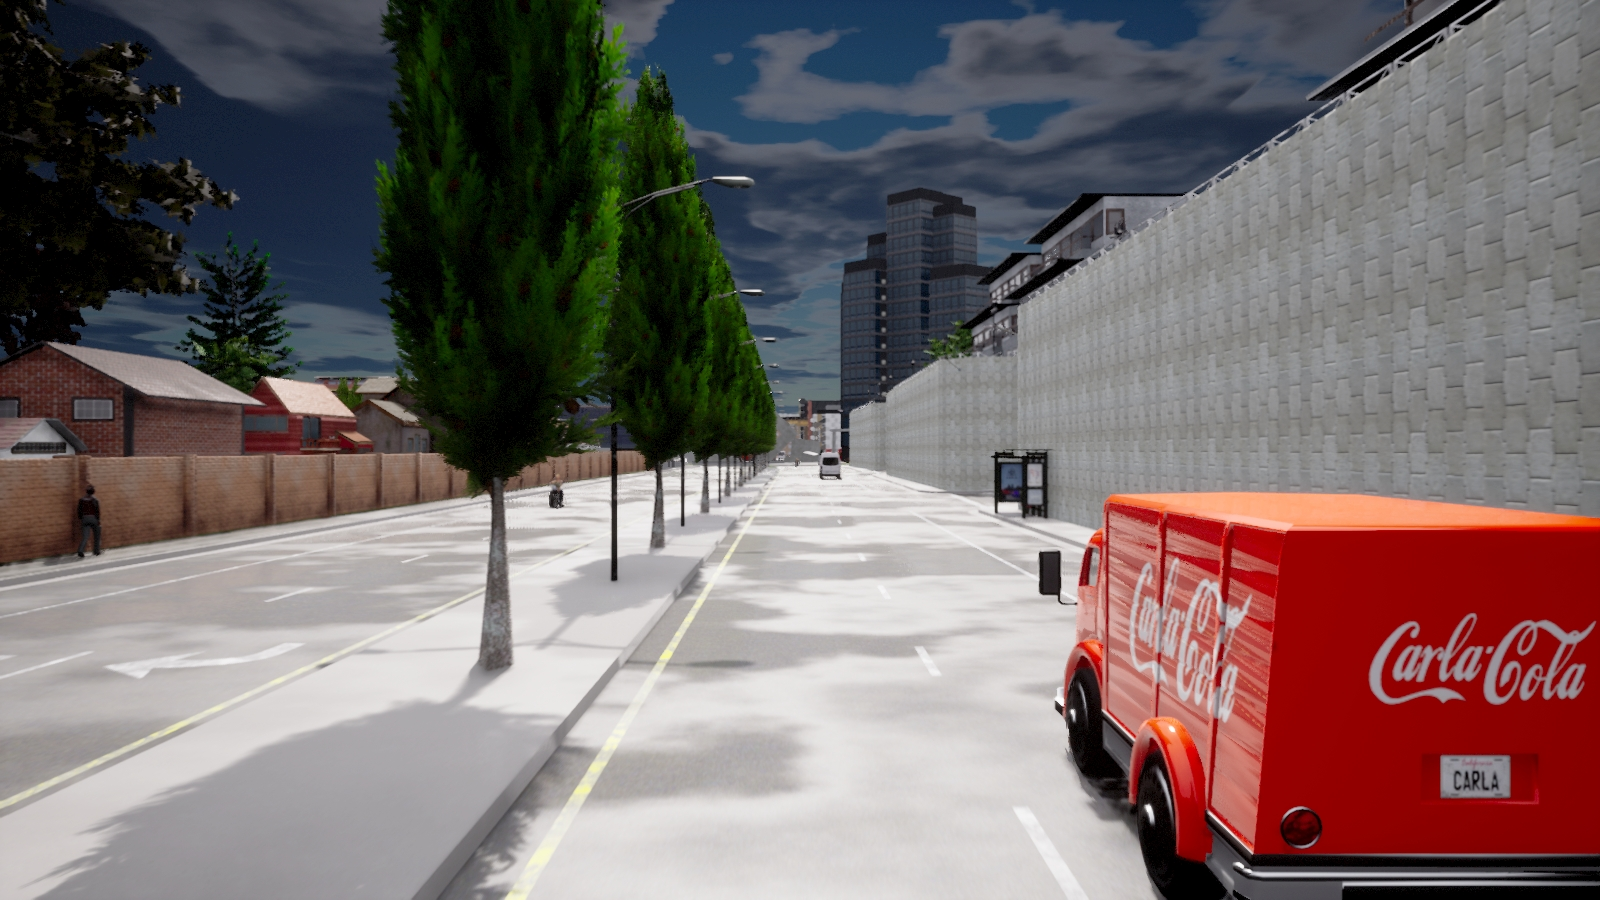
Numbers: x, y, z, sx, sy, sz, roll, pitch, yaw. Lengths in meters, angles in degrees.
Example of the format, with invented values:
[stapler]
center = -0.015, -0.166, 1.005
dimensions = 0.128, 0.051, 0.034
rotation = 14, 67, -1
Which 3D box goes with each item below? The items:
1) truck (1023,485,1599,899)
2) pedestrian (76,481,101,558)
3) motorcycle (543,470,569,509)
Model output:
[truck]
center = 3.462, 1.568, 8.374
dimensions = 2.627, 2.467, 5.204
rotation = 0, 0, 0
[pedestrian]
center = -17.368, 1.698, 27.880
dimensions = 0.375, 1.860, 0.375
rotation = 0, 0, 0
[motorcycle]
center = -11.781, 1.907, 55.307
dimensions = 0.764, 1.802, 2.356
rotation = 0, 0, 0
